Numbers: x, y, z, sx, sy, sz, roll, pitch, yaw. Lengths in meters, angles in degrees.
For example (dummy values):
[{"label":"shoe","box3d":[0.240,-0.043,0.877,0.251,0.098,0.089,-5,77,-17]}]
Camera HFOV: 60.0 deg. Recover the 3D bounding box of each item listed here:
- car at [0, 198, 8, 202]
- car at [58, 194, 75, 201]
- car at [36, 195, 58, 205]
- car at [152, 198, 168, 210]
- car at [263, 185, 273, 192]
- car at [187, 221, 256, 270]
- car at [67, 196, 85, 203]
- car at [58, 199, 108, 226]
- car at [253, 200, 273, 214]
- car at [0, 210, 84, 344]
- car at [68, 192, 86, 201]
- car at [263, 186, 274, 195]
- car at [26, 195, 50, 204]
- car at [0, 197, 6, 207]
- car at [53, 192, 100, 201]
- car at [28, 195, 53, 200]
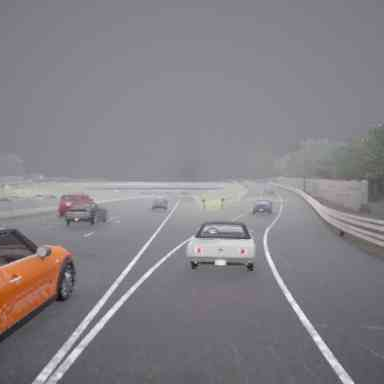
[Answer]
[{"label":"car","box3d":[-25.159,1.497,42.702,2.033,1.411,5.357,0,0,-1]},{"label":"car","box3d":[-29.304,1.266,78.061,2.033,1.411,5.357,0,0,-1]},{"label":"car","box3d":[-25.401,1.352,58.582,1.837,1.490,4.892,0,0,-1]},{"label":"car","box3d":[-4.079,1.540,43.176,2.033,1.411,5.357,0,0,-1]},{"label":"car","box3d":[18.765,-0.893,82.581,2.033,1.411,5.357,0,3,9]},{"label":"car","box3d":[1.093,1.608,11.118,1.895,1.301,4.718,0,0,8]},{"label":"car","box3d":[-21.966,1.425,63.104,1.895,1.301,4.718,0,0,-1]},{"label":"car","box3d":[-7.177,1.486,23.034,2.128,1.511,4.902,0,0,-1]},{"label":"car","box3d":[7.448,1.517,34.889,1.812,1.442,4.674,0,1,17]},{"label":"car","box3d":[-3.574,1.347,5.406,2.097,1.767,4.553,0,0,-1]},{"label":"car","box3d":[-25.717,0.983,74.474,2.150,2.045,5.566,0,0,-1]},{"label":"car","box3d":[16.899,-0.233,72.675,2.128,1.511,4.902,0,3,11]},{"label":"car","box3d":[-28.957,1.353,62.750,2.033,1.411,5.357,0,0,-1]},{"label":"car","box3d":[-28.702,1.468,46.868,2.033,1.411,5.357,0,0,-1]},{"label":"car","box3d":[-10.809,1.212,31.604,2.150,2.045,5.566,0,0,-1]},{"label":"car","box3d":[-21.715,1.459,47.113,1.812,1.442,4.674,0,0,-1]}]
